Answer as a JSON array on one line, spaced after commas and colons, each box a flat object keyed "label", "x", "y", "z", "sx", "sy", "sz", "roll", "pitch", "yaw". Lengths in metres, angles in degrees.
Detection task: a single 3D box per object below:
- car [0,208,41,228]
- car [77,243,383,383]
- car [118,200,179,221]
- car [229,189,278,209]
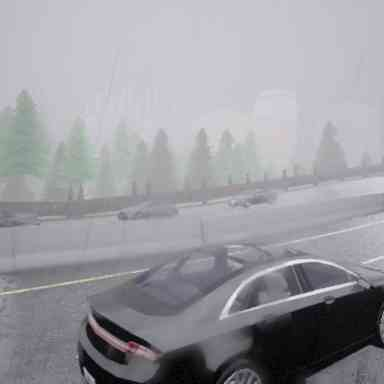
[{"label": "car", "x": -10.952, "y": 1.538, "z": 17.581, "sx": 5.357, "sy": 1.411, "sz": 2.033, "roll": 0, "pitch": 0, "yaw": -35}, {"label": "car", "x": 1.030, "y": 1.466, "z": 4.479, "sx": 4.902, "sy": 1.511, "sz": 2.128, "roll": -1, "pitch": 1, "yaw": -35}, {"label": "car", "x": -3.003, "y": 1.291, "z": 23.206, "sx": 4.181, "sy": 1.385, "sz": 1.994, "roll": -3, "pitch": 2, "yaw": -35}, {"label": "car", "x": 5.360, "y": 0.506, "z": 29.104, "sx": 4.902, "sy": 1.511, "sz": 2.128, "roll": -6, "pitch": 4, "yaw": -35}]
